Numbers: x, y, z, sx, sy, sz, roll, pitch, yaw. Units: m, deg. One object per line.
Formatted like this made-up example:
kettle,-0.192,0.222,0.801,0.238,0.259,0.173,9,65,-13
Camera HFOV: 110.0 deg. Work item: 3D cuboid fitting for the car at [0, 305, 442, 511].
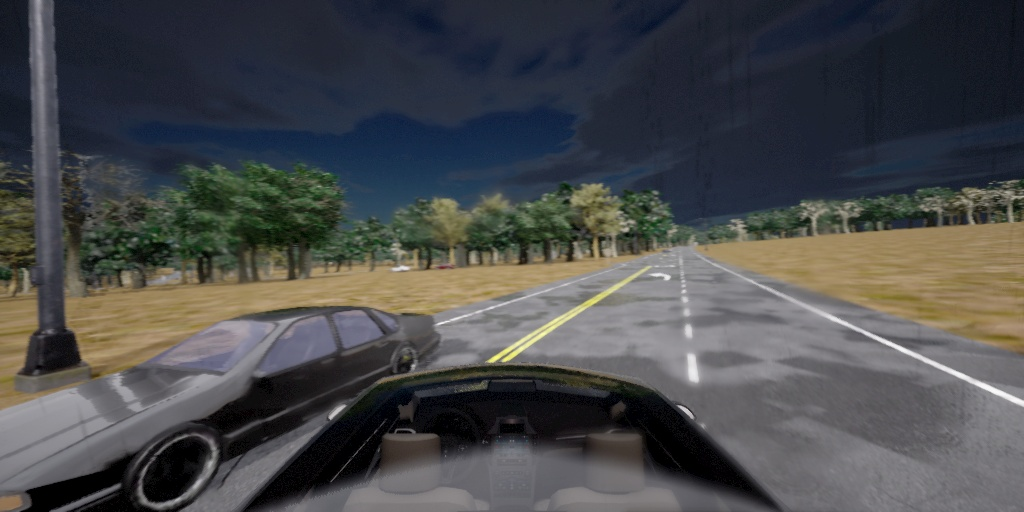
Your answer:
car,-3.019,1.431,4.831,2.033,1.411,5.357,-2,0,20
